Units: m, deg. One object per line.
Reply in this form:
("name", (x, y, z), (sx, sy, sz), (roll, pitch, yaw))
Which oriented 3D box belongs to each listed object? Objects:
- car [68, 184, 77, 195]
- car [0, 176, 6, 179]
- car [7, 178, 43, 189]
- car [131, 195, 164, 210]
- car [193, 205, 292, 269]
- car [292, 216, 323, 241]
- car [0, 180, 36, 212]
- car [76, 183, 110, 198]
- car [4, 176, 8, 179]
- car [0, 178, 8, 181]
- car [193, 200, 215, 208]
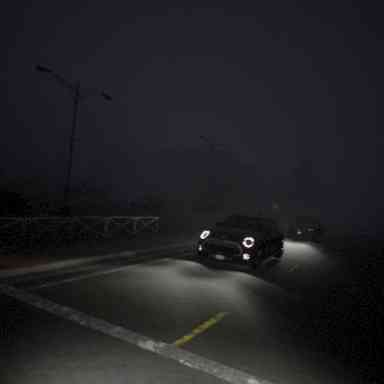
("car", (-17.095, -0.505, 50.731), (1.905, 1.878, 3.866), (6, 0, 30))
("car", (-20.408, -0.726, 31.745), (1.845, 1.501, 3.633), (6, 0, 30))
("car", (-28.159, -1.595, 57.064), (2.152, 1.636, 5.027), (6, 0, 30))
("car", (-4.648, 1.071, 35.358), (1.970, 1.475, 3.806), (6, 0, 30))
("car", (2.036, 1.639, 12.640), (2.097, 1.767, 4.553), (6, 0, 29))
("car", (8.218, 2.509, 23.831), (2.128, 1.511, 4.902), (6, 0, 29))
("car", (-11.211, 0.215, 17.706), (2.007, 1.523, 4.514), (6, 0, 30))
("car", (-14.384, -0.196, 49.651), (1.932, 1.855, 4.605), (6, 0, 30))
("car", (-33.871, -2.120, 59.959), (1.970, 1.475, 3.806), (6, 0, 30))
("car", (-13.946, -0.083, 19.213), (2.152, 1.636, 5.027), (6, 0, 30))
("car", (1.577, 1.765, 40.330), (1.845, 1.501, 3.633), (6, 0, 30))
